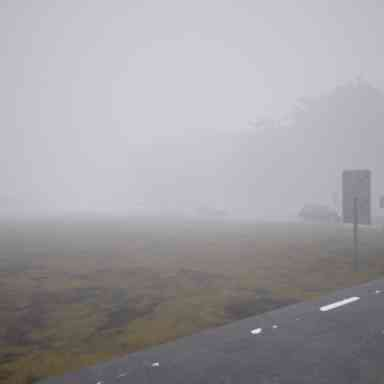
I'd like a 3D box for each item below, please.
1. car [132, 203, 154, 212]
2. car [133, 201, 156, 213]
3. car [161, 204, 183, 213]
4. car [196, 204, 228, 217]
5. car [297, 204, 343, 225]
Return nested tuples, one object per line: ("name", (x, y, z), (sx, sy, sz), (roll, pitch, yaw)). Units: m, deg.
("car", (-9.437, 2.946, 63.665), (2.128, 1.511, 4.902), (-1, -1, -35))
("car", (-8.285, 2.650, 57.294), (2.150, 2.045, 5.566), (-1, -1, -35))
("car", (-3.369, 2.662, 55.211), (1.882, 1.535, 5.008), (-1, -1, -35))
("car", (2.483, 2.333, 41.980), (1.882, 1.535, 5.008), (-1, -1, -35))
("car", (11.606, 1.836, 29.136), (2.097, 1.767, 4.553), (-1, -1, -35))
